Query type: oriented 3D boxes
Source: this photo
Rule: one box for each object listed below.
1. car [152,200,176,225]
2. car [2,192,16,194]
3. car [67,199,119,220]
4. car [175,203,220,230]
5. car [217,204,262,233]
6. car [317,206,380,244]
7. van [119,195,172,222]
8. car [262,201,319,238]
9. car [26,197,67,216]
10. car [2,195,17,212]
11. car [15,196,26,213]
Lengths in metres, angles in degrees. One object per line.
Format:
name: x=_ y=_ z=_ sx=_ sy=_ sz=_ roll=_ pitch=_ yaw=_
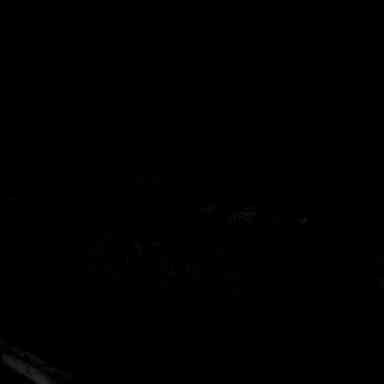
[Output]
car: x=-0.809 y=1.511 z=23.290 sx=2.002 sy=1.452 sz=4.674 roll=1 pitch=0 yaw=35
car: x=-23.435 y=1.012 z=39.359 sx=2.435 sy=2.045 sz=5.566 roll=1 pitch=0 yaw=35
car: x=-7.606 y=1.438 z=28.095 sx=2.163 sy=1.488 sz=4.792 roll=1 pitch=0 yaw=35
car: x=1.453 y=1.492 z=21.678 sx=2.097 sy=1.535 sz=5.008 roll=1 pitch=0 yaw=35
car: x=3.716 y=1.554 z=20.071 sx=2.002 sy=1.452 sz=4.674 roll=1 pitch=0 yaw=35
car: x=8.244 y=1.557 z=16.859 sx=2.097 sy=1.535 sz=5.008 roll=1 pitch=0 yaw=35
van: x=-2.998 y=1.224 z=24.995 sx=1.878 sy=1.987 sz=4.442 roll=1 pitch=0 yaw=35
car: x=5.998 y=1.410 z=18.489 sx=2.185 sy=1.767 sz=4.553 roll=1 pitch=0 yaw=35
car: x=-12.221 y=1.364 z=31.186 sx=1.946 sy=1.575 sz=5.366 roll=1 pitch=0 yaw=35
car: x=-16.631 y=1.326 z=34.561 sx=2.231 sy=1.521 sz=4.892 roll=1 pitch=0 yaw=35
car: x=-14.357 y=1.376 z=32.970 sx=2.163 sy=1.488 sz=4.792 roll=1 pitch=0 yaw=35
